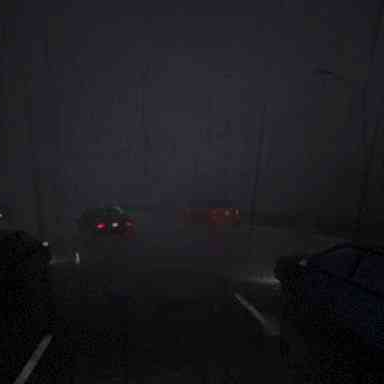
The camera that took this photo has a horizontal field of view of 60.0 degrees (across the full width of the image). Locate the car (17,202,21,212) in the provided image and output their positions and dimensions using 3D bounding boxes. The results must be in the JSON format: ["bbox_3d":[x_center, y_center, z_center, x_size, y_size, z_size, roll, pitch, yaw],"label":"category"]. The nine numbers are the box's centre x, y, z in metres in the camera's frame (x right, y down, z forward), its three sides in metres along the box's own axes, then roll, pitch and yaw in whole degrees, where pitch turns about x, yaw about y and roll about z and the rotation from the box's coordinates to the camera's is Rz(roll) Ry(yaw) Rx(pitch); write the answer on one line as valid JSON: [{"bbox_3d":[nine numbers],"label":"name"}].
[{"bbox_3d":[-20.665,1.473,36.806,5.008,1.535,1.882,0,0,43],"label":"car"}]

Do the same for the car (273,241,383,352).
[{"bbox_3d":[3.114,1.497,5.205,2.033,1.411,5.357,0,0,-9],"label":"car"}]

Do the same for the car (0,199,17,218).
[{"bbox_3d":[-16.121,1.508,27.214,1.837,1.490,4.892,0,0,-41],"label":"car"}]

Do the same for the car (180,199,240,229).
[{"bbox_3d":[0.992,1.245,21.040,2.097,1.767,4.553,-1,0,-29],"label":"car"}]

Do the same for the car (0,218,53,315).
[{"bbox_3d":[-4.407,1.549,7.268,2.033,1.411,5.357,0,0,-14],"label":"car"}]

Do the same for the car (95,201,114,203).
[{"bbox_3d":[-7.310,1.456,27.431,1.812,1.442,4.674,0,0,-37],"label":"car"}]

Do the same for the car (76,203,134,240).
[{"bbox_3d":[-4.587,1.505,16.971,2.033,1.411,5.357,-1,0,-28],"label":"car"}]
